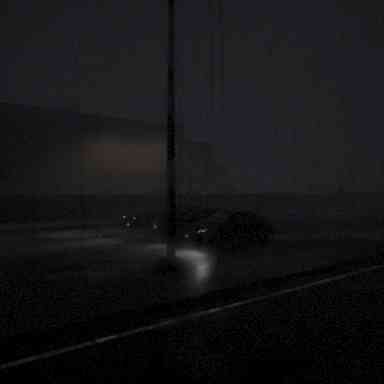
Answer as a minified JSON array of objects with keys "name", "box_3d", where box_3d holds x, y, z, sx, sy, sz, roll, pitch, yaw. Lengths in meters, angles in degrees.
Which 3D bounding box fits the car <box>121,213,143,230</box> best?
[{"name":"car","box_3d":[-1.965,1.607,20.907,4.718,1.301,1.895,0,0,-35]}]

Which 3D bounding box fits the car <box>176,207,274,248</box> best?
[{"name":"car","box_3d":[1.693,1.531,14.925,4.674,1.442,1.812,0,0,-35]}]

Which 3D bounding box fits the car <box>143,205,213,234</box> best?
[{"name":"car","box_3d":[0.161,1.498,18.124,4.902,1.511,2.128,0,0,-35]}]
